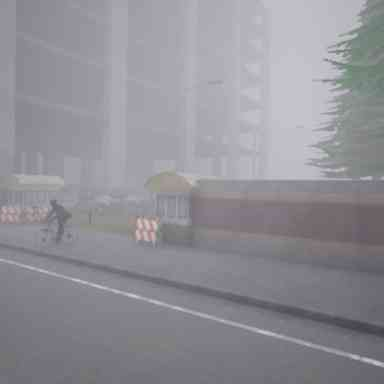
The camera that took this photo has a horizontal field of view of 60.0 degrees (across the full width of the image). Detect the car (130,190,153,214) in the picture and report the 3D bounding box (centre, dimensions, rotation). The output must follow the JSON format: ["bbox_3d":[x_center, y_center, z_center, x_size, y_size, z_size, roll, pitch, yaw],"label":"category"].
[{"bbox_3d":[-5.154,0.704,26.869,3.866,1.878,1.905,2,1,35],"label":"car"}]

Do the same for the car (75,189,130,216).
[{"bbox_3d":[-6.837,0.708,24.456,3.866,1.878,1.905,2,1,35],"label":"car"}]

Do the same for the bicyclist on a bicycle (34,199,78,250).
[{"bbox_3d":[-4.509,1.067,11.144,0.582,1.620,1.656,2,1,35],"label":"bicyclist on a bicycle"}]
